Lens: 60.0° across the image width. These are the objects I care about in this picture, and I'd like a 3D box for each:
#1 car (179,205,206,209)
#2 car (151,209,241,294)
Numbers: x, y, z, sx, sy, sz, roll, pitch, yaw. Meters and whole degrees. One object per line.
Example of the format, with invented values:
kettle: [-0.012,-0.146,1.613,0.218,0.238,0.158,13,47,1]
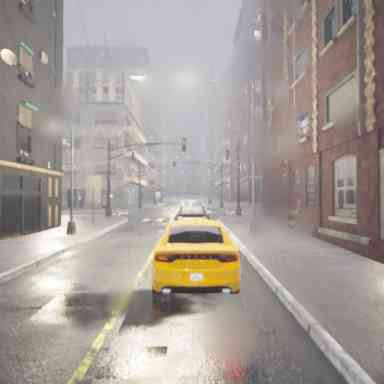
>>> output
car: [0.060,1.427,18.024,2.128,1.511,4.902,0,0,1]
car: [0.085,1.444,8.741,1.882,1.535,5.008,0,0,0]
